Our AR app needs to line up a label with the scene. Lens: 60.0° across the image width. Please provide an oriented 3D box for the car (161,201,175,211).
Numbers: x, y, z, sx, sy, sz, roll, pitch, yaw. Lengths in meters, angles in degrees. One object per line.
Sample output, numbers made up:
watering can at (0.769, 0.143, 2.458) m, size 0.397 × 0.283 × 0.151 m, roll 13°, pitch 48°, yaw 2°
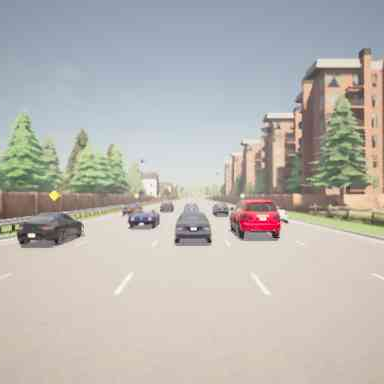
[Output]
car at (-3.635, 2.134, 49.238) m, size 2.128 × 1.511 × 4.902 m, roll 0°, pitch -1°, yaw 0°

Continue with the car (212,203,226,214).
car at (3.421, 2.070, 39.907) m, size 2.033 × 1.411 × 5.357 m, roll 0°, pitch -1°, yaw 0°

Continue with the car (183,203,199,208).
car at (-0.080, 2.069, 39.790) m, size 2.033 × 1.411 × 5.357 m, roll 0°, pitch -1°, yaw 0°

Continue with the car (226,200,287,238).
car at (3.539, 1.477, 19.351) m, size 2.150 × 2.045 × 5.566 m, roll 0°, pitch -1°, yaw 0°

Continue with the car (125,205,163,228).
car at (-3.494, 1.930, 25.081) m, size 1.895 × 1.301 × 4.718 m, roll 0°, pitch -1°, yaw 0°

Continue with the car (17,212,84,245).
car at (-6.948, 1.745, 16.684) m, size 1.812 × 1.442 × 4.674 m, roll 0°, pitch -1°, yaw 0°

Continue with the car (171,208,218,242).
car at (0.049, 1.782, 17.802) m, size 2.033 × 1.411 × 5.357 m, roll 0°, pitch -1°, yaw 0°

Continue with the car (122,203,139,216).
car at (-7.079, 2.069, 39.803) m, size 2.033 × 1.411 × 5.357 m, roll 0°, pitch -1°, yaw 0°
